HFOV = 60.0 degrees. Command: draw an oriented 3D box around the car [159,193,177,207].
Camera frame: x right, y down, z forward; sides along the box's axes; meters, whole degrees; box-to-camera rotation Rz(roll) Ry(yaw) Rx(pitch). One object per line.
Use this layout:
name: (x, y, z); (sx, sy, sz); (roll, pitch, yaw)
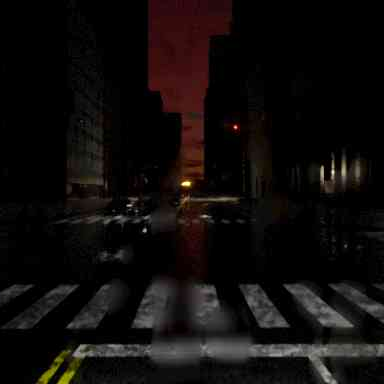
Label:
car: (-3.326, 1.233, 44.816); (1.812, 1.442, 4.674); (0, 0, 0)

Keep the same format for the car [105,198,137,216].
car: (-6.604, 1.302, 30.550); (1.837, 1.490, 4.892); (0, 1, 1)

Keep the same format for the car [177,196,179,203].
car: (-3.281, 1.176, 59.665); (1.994, 1.385, 4.181); (0, 0, 1)

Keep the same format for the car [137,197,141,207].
car: (-6.573, 1.300, 46.118); (1.895, 1.301, 4.718); (0, 0, 0)

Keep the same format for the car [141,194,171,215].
car: (-3.336, 1.269, 31.840); (1.882, 1.535, 5.008); (0, 0, 0)

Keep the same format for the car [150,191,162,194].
car: (-6.514, 0.815, 61.344); (2.150, 2.045, 5.566); (0, 1, 0)
